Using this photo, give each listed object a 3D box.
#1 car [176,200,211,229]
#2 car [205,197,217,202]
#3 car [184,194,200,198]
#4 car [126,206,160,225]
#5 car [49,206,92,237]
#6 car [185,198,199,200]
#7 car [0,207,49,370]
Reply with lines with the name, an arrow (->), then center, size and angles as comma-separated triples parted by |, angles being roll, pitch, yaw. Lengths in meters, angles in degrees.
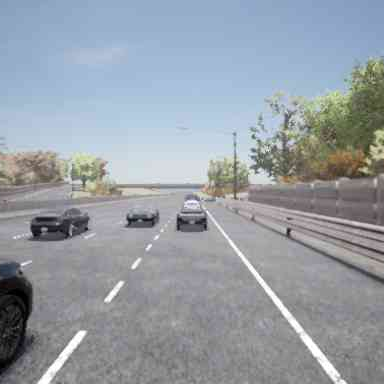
car -> -0.002, 1.511, 21.530 | 2.128, 1.511, 4.902 | 0, 0, 0
car -> 4.935, 2.021, 86.905 | 2.033, 1.411, 5.357 | 0, -1, 20
car -> -0.004, 1.307, 50.843 | 2.150, 2.045, 5.566 | 0, 0, 0
car -> -3.402, 1.624, 24.022 | 1.895, 1.301, 4.718 | 0, 0, 0
car -> -6.899, 1.518, 17.970 | 1.837, 1.490, 4.892 | 0, 0, 0
car -> -0.002, 1.567, 32.608 | 1.812, 1.442, 4.674 | 0, 0, 0
car -> -3.402, 1.222, 2.539 | 2.150, 2.045, 5.566 | 0, 0, 0
